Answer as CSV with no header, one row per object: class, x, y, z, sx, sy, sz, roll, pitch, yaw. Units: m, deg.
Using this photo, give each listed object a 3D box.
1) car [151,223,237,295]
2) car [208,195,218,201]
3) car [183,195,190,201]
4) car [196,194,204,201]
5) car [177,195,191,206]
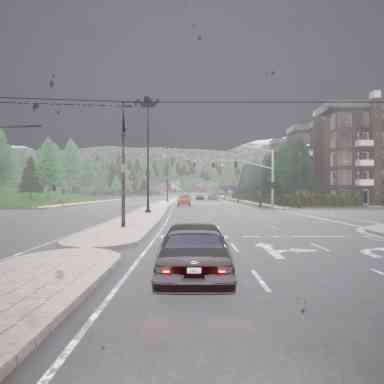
car,0.052,1.547,8.865,2.033,1.411,5.357,0,0,0
car,5.571,1.539,85.475,2.033,1.411,5.357,0,0,0
car,-1.429,1.523,85.436,1.812,1.442,4.674,0,0,0
car,2.071,1.477,85.471,1.882,1.535,5.008,0,0,0
car,-1.298,1.352,54.611,2.097,1.767,4.553,0,0,-1
